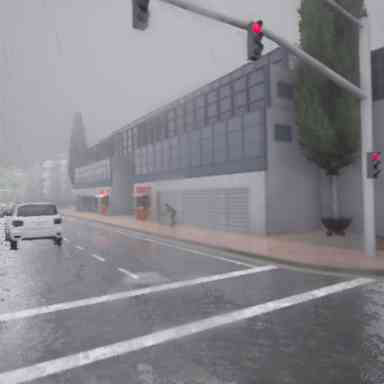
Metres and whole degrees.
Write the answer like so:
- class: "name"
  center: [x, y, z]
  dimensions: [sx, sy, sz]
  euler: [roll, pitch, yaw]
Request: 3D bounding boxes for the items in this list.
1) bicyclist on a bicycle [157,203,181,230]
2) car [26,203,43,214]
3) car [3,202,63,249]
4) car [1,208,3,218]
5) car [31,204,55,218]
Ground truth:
- class: "bicyclist on a bicycle"
  center: [-1.417, 1.515, 20.761]
  dimensions: [1.656, 1.620, 0.582]
  euler: [-1, 0, -31]
- class: "car"
  center: [-23.191, 2.409, 48.787]
  dimensions: [1.812, 1.442, 4.674]
  euler: [-1, -1, -31]
- class: "car"
  center: [-7.946, 1.524, 16.574]
  dimensions: [2.150, 2.045, 5.566]
  euler: [-1, -1, -31]
- class: "car"
  center: [-21.916, 2.382, 39.935]
  dimensions: [1.895, 1.301, 4.718]
  euler: [-1, -1, -30]
- class: "car"
  center: [-18.131, 2.258, 40.396]
  dimensions: [2.033, 1.411, 5.357]
  euler: [-1, -1, -30]
